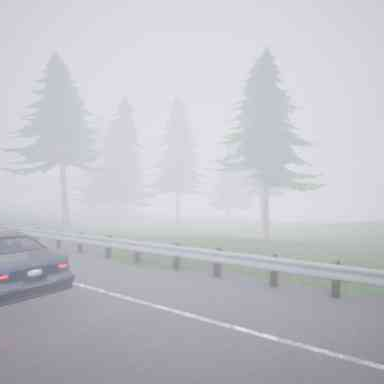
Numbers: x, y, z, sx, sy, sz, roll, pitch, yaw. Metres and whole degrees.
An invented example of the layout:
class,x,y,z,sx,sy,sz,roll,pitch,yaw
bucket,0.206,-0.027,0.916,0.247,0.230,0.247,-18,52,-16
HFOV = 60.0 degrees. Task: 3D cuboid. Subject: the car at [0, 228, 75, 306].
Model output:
class,x,y,z,sx,sy,sz,roll,pitch,yaw
car,-4.927,1.558,7.734,5.357,1.411,2.033,0,0,37
